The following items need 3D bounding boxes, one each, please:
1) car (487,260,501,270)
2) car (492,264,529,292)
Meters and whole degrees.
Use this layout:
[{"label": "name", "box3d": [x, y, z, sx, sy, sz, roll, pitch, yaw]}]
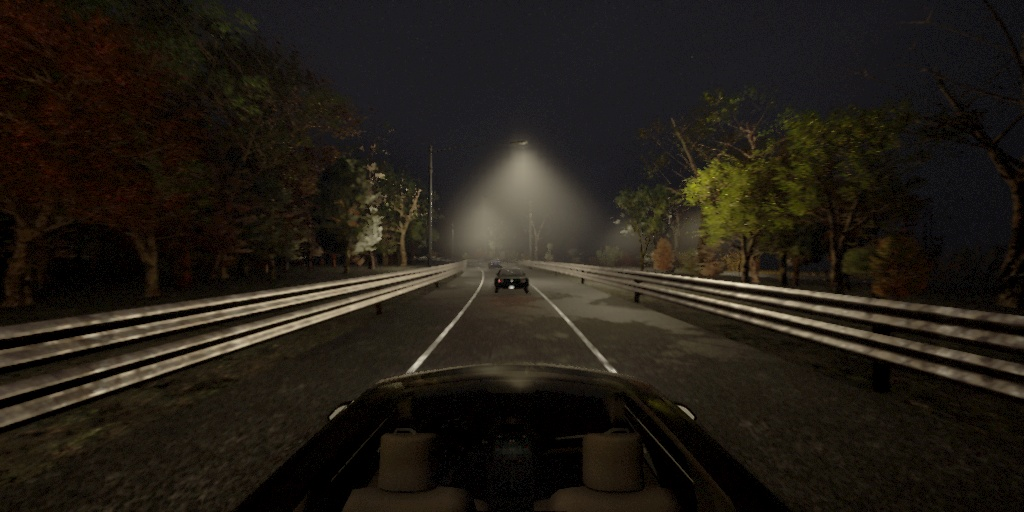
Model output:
[{"label": "car", "box3d": [-2.710, 1.300, 54.372, 2.033, 1.411, 5.357, 0, 0, -9]}, {"label": "car", "box3d": [-0.088, 1.366, 21.237, 1.895, 1.301, 4.718, 0, 0, -2]}]
